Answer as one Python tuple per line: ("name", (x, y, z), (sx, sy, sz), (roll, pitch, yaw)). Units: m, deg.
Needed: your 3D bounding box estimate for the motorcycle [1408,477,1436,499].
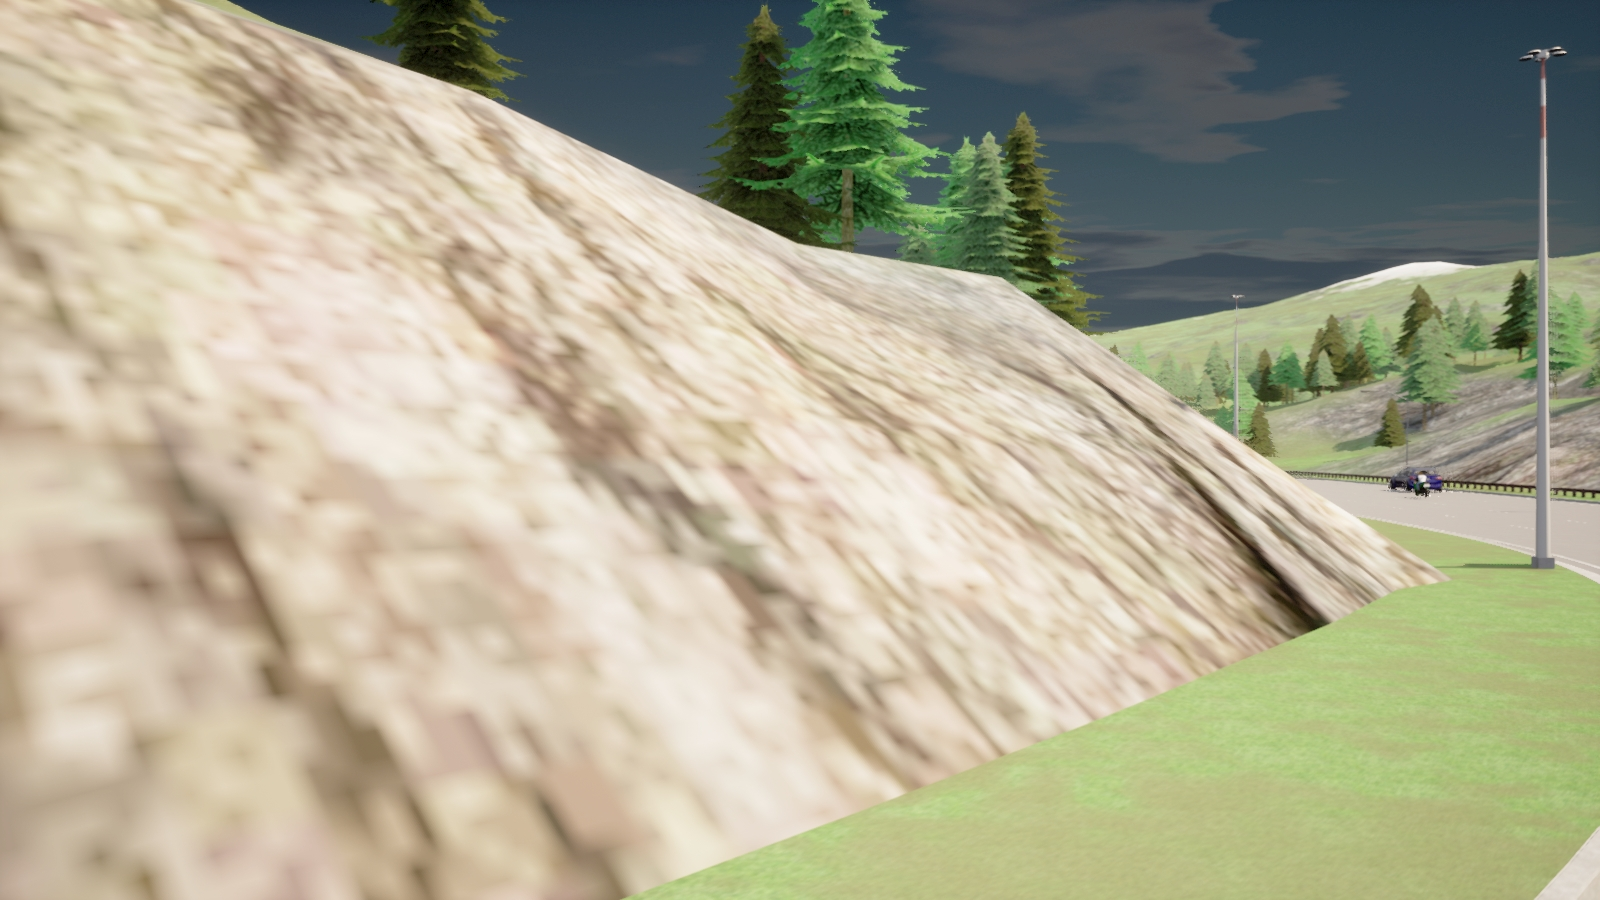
("motorcycle", (36.581, 2.216, 67.229), (0.803, 1.199, 2.033), (0, 0, 10))
